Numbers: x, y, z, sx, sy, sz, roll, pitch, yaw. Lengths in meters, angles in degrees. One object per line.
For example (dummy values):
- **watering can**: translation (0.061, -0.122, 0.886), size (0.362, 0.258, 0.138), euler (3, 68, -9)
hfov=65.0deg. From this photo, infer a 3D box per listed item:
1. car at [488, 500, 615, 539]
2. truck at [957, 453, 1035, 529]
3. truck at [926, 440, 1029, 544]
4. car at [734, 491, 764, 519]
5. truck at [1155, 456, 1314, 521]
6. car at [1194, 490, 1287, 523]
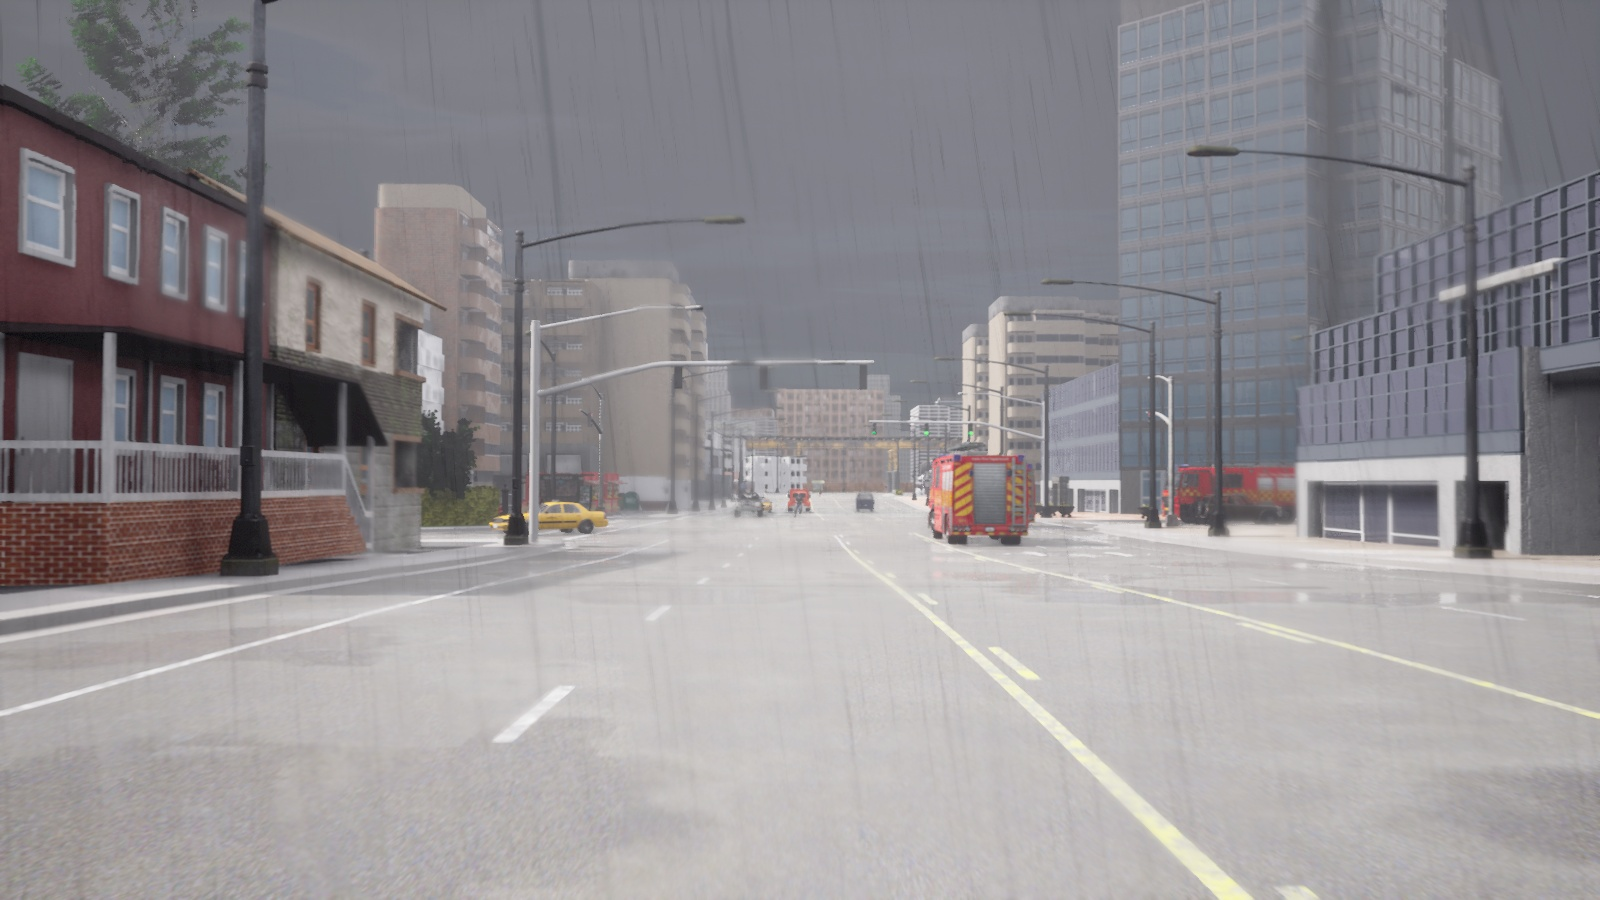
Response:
- **car**: translation (-10.987, 3.045, 55.811), size (5.366, 1.575, 1.801), euler (1, -2, -42)
- **truck**: translation (10.460, 2.185, 67.898), size (2.891, 3.827, 8.468), euler (0, -2, 0)
- **truck**: translation (6.970, 1.693, 50.590), size (2.891, 3.827, 8.468), euler (0, -2, 0)
- **car**: translation (-3.547, 3.857, 88.481), size (1.932, 1.855, 4.605), euler (0, -2, 0)
- **truck**: translation (25.953, 2.308, 75.263), size (8.468, 3.827, 2.891), euler (0, -1, 0)
- **car**: translation (25.159, 3.203, 71.768), size (4.605, 1.855, 1.932), euler (0, -1, 1)
